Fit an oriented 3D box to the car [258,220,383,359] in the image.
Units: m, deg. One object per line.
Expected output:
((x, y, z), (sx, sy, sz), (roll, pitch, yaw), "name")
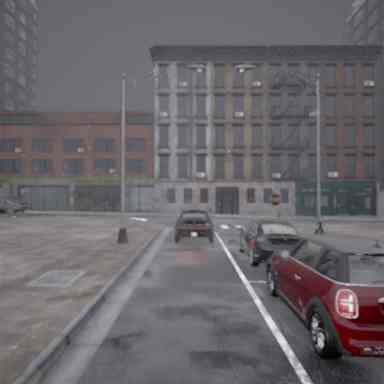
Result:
((2.649, 1.485, 6.052), (1.967, 1.590, 4.097), (0, 0, 0), "car")

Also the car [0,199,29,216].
((-17.774, 1.416, 30.785), (4.902, 1.511, 2.128), (1, -1, 0), "car")

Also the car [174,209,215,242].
((0.120, 1.630, 17.101), (1.837, 1.490, 4.892), (0, 0, 1), "car")

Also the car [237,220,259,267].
((2.651, 1.635, 11.555), (2.008, 1.369, 4.403), (0, 0, 0), "car")
